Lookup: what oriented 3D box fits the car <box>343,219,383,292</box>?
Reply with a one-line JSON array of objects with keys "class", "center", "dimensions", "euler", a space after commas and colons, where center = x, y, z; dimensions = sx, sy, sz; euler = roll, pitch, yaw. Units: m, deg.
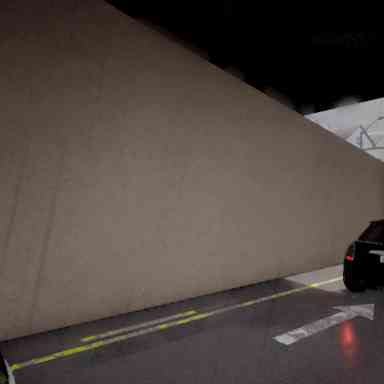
[{"class": "car", "center": [5.556, 1.352, 7.726], "dimensions": [4.553, 1.767, 2.097], "euler": [0, 0, -36]}]

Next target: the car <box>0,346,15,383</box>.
[{"class": "car", "center": [-3.726, 1.218, 1.134], "dimensions": [5.566, 2.045, 2.150], "euler": [1, 0, -36]}]
